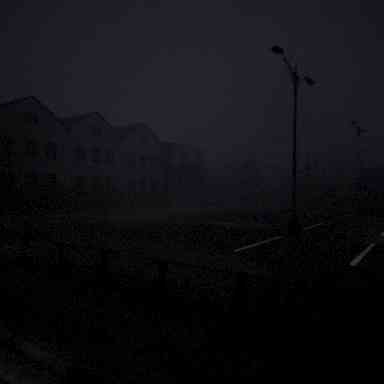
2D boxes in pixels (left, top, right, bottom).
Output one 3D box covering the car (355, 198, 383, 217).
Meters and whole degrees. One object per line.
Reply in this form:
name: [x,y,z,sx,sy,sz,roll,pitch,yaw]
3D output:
car: [14.734,1.253,27.311,2.007,1.523,4.514,1,1,35]
